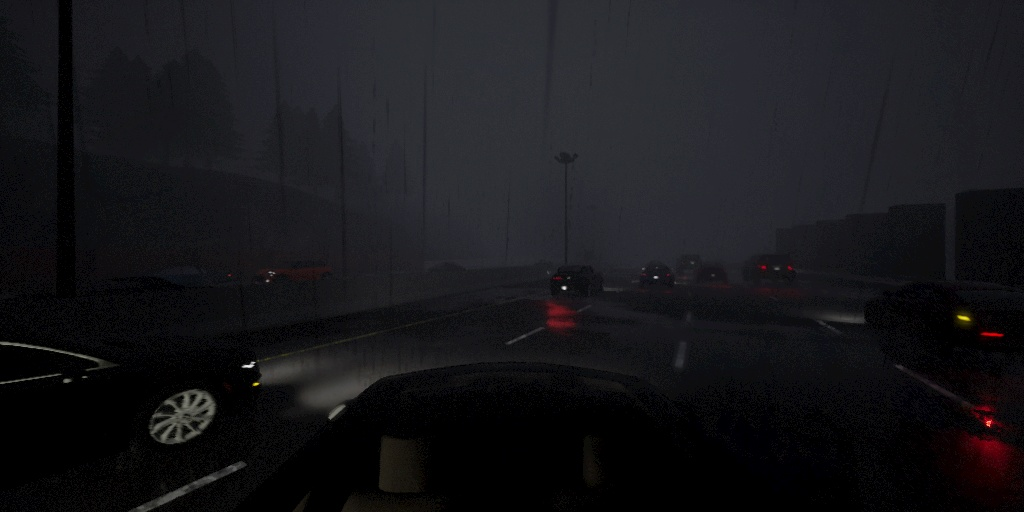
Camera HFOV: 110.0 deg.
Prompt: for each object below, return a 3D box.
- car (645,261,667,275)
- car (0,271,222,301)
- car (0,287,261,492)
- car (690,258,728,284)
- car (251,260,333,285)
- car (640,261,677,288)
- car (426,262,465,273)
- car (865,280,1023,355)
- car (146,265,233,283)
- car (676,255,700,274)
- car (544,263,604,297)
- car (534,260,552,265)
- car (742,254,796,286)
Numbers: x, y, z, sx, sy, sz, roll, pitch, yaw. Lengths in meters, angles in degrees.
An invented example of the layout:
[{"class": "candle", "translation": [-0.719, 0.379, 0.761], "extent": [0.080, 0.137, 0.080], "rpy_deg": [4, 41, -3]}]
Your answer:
[{"class": "car", "translation": [15.578, 1.217, 38.971], "extent": [1.994, 1.385, 4.181], "rpy_deg": [0, 0, 19]}, {"class": "car", "translation": [-12.431, 1.321, 11.210], "extent": [1.895, 1.301, 4.718], "rpy_deg": [0, 0, 28]}, {"class": "car", "translation": [-4.827, 1.250, 2.788], "extent": [1.837, 1.490, 4.892], "rpy_deg": [0, 0, 28]}, {"class": "car", "translation": [14.749, 1.165, 26.837], "extent": [1.882, 1.535, 5.008], "rpy_deg": [0, 0, 23]}, {"class": "car", "translation": [-14.088, 1.040, 23.185], "extent": [2.097, 1.767, 4.553], "rpy_deg": [0, 0, 27]}, {"class": "car", "translation": [9.506, 1.259, 23.468], "extent": [1.994, 1.385, 4.181], "rpy_deg": [0, 0, 24]}, {"class": "car", "translation": [-5.895, 1.230, 32.356], "extent": [1.994, 1.385, 4.181], "rpy_deg": [0, 0, 23]}, {"class": "car", "translation": [9.844, 1.262, 7.983], "extent": [1.812, 1.442, 4.674], "rpy_deg": [0, 0, 28]}, {"class": "car", "translation": [-19.368, 1.240, 20.515], "extent": [2.033, 1.411, 5.357], "rpy_deg": [0, 0, 28]}, {"class": "car", "translation": [19.446, 0.872, 39.464], "extent": [2.150, 2.045, 5.566], "rpy_deg": [0, 0, 19]}, {"class": "car", "translation": [3.490, 1.210, 18.742], "extent": [1.837, 1.490, 4.892], "rpy_deg": [0, 0, 26]}, {"class": "car", "translation": [4.465, 1.230, 50.134], "extent": [1.895, 1.301, 4.718], "rpy_deg": [0, 0, 17]}, {"class": "car", "translation": [17.929, 0.914, 25.268], "extent": [2.150, 2.045, 5.566], "rpy_deg": [0, 0, 23]}]
